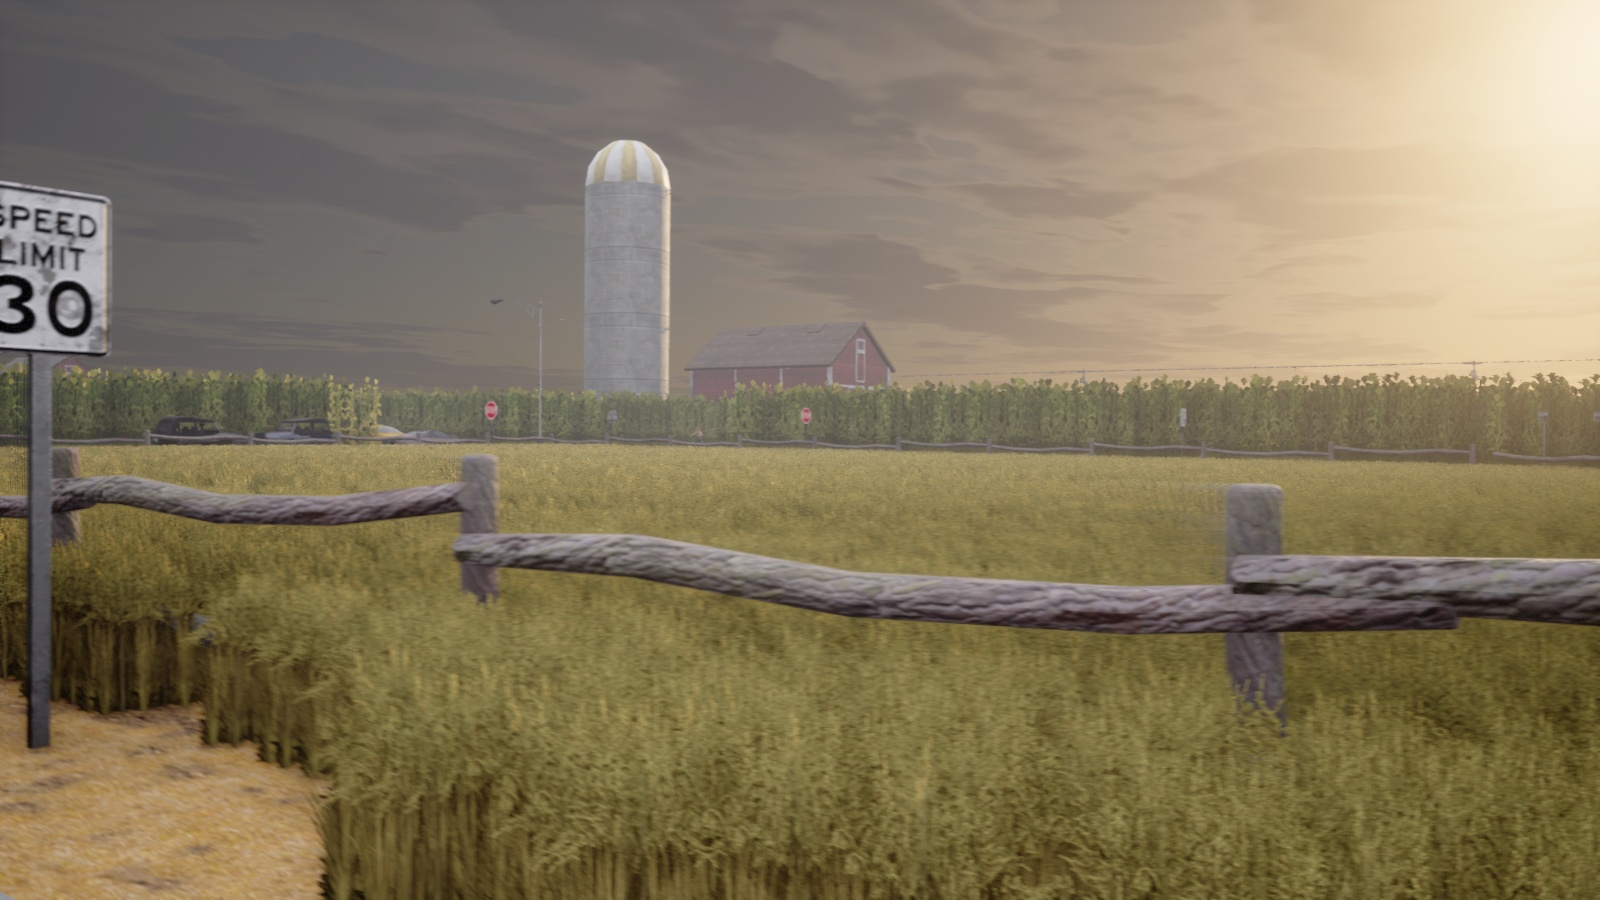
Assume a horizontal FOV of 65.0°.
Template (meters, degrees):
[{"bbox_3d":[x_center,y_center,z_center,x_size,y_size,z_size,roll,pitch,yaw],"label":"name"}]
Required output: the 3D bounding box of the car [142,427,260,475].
[{"bbox_3d":[-24.212,0.005,50.869,1.905,1.878,3.866,0,1,36],"label":"car"}]

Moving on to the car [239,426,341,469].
[{"bbox_3d":[-23.280,-0.128,57.447,1.905,1.878,3.866,0,1,36],"label":"car"}]

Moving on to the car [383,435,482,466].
[{"bbox_3d":[-17.544,0.009,60.091,1.994,1.385,4.181,0,2,36],"label":"car"}]

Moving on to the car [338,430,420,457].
[{"bbox_3d":[-24.908,-0.394,74.265,5.366,1.575,1.801,0,1,36],"label":"car"}]
